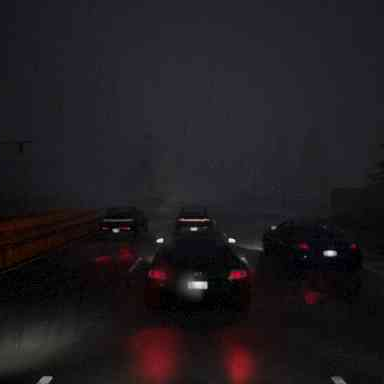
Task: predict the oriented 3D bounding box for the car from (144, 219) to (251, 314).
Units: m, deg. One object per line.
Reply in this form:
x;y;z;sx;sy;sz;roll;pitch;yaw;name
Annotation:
0.095;1.569;7.708;1.994;1.385;4.181;0;0;0;car

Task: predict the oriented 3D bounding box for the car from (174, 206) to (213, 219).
0.088;1.504;17.657;2.128;1.511;4.902;0;0;0;car

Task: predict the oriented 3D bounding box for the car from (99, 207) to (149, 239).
-3.412;1.503;17.327;2.128;1.511;4.902;0;0;0;car

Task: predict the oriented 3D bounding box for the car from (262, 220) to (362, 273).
3.594;1.572;10.674;1.994;1.385;4.181;0;0;0;car
